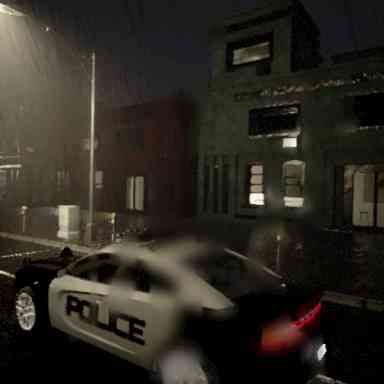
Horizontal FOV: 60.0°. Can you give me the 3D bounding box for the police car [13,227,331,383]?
[{"bbox_3d":[-0.771,1.370,4.925,5.238,1.638,1.930,1,1,36],"label":"police car"}]
